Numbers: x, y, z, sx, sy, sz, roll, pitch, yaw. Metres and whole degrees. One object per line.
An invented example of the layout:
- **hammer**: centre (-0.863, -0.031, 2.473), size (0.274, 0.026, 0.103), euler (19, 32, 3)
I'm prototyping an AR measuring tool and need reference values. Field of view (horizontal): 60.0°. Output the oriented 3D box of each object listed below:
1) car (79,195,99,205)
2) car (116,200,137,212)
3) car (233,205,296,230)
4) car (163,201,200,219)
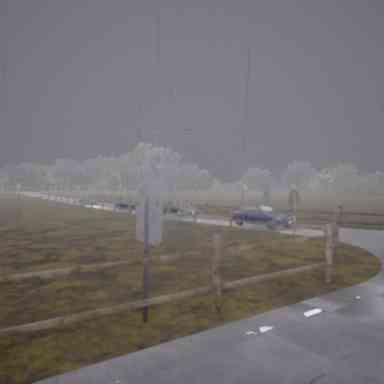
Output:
- **car**: centre (-15.613, 1.175, 50.367), size (2.128, 1.511, 4.902), euler (2, 0, -35)
- **car**: centre (-7.065, 1.560, 38.295), size (1.895, 1.301, 4.718), euler (2, 0, -36)
- **car**: centre (4.629, 1.578, 21.932), size (1.812, 1.442, 4.674), euler (2, -1, -34)
- **car**: centre (-1.191, 1.539, 30.102), size (2.128, 1.511, 4.902), euler (2, -1, -35)
